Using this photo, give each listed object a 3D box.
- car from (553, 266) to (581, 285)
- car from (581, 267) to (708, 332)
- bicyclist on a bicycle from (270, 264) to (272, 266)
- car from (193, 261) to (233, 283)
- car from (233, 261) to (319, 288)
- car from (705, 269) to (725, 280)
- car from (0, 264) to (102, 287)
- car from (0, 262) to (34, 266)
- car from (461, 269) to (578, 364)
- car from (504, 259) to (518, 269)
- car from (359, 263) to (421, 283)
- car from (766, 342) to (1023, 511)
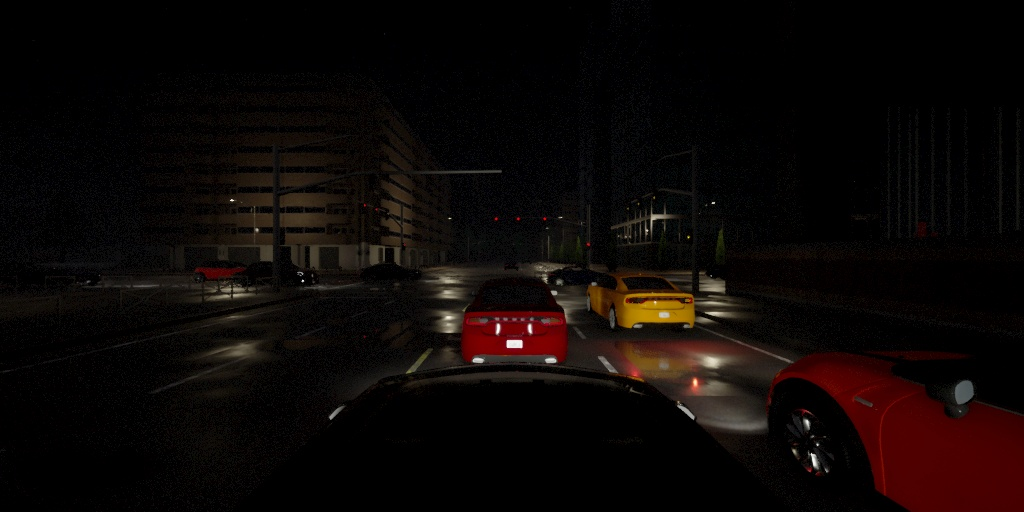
[{"bbox_3d":[4.457,1.340,24.025,4.181,1.385,1.994,0,0,0],"label":"car"},{"bbox_3d":[3.578,1.228,10.863,1.882,1.535,5.008,0,0,0],"label":"car"},{"bbox_3d":[-25.535,1.106,38.622,0.582,1.620,1.656,0,0,0],"label":"bicyclist on a bicycle"},{"bbox_3d":[-21.606,1.157,27.623,4.553,1.767,2.097,0,0,0],"label":"car"},{"bbox_3d":[-15.414,1.157,23.940,4.553,1.767,2.097,0,0,3],"label":"car"},{"bbox_3d":[19.523,1.406,31.167,4.718,1.301,1.895,0,0,0],"label":"car"},{"bbox_3d":[-30.741,1.406,24.159,4.718,1.301,1.895,0,0,0],"label":"car"},{"bbox_3d":[-37.781,1.296,27.691,4.902,1.511,2.128,0,0,0],"label":"car"},{"bbox_3d":[0.059,1.228,8.088,1.882,1.535,5.008,0,0,0],"label":"car"},{"bbox_3d":[-0.138,1.297,49.676,2.033,1.411,5.357,0,0,-1],"label":"car"},{"bbox_3d":[-9.619,1.306,28.507,4.674,1.442,1.812,0,0,-14],"label":"car"},{"bbox_3d":[3.600,1.102,1.717,2.097,1.767,4.553,0,0,0],"label":"car"}]
